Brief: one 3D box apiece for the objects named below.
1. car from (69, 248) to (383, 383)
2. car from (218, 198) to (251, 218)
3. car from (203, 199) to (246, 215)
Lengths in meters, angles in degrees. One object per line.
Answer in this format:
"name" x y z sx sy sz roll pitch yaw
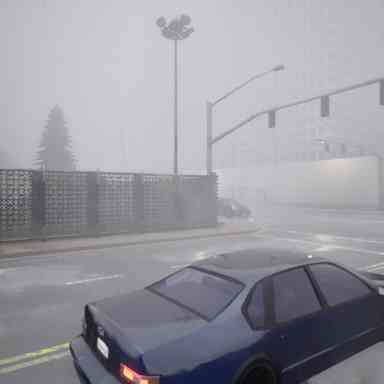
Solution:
"car" 1.196 1.547 4.652 5.357 1.411 2.033 0 0 -35
"car" 3.003 1.294 29.097 2.097 1.767 4.553 0 0 -35
"car" 3.325 1.468 34.690 1.812 1.442 4.674 0 0 -35
